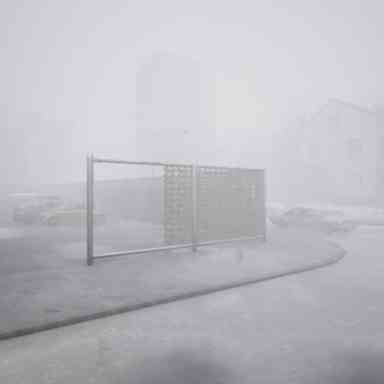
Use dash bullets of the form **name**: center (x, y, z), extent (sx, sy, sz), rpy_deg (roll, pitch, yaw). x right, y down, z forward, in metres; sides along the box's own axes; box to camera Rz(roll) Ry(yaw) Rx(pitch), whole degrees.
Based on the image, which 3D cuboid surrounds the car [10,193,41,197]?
- **car**: center (-12.496, 1.242, 27.400), extent (3.866, 1.878, 1.905), rpy_deg (0, 0, -36)

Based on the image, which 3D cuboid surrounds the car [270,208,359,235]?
- **car**: center (6.851, 1.599, 19.009), extent (1.895, 1.301, 4.718), rpy_deg (0, 0, -36)

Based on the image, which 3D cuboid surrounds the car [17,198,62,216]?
- **car**: center (-14.720, 1.412, 32.102), extent (3.633, 1.501, 1.845), rpy_deg (0, 0, -36)

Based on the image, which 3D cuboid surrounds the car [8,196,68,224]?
- **car**: center (-10.205, 1.347, 23.764), extent (4.611, 1.667, 2.242), rpy_deg (0, 0, -36)

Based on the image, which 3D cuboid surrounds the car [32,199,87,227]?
- **car**: center (-7.759, 1.415, 21.614), extent (4.193, 1.474, 1.816), rpy_deg (0, 0, -36)

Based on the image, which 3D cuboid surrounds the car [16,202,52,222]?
- **car**: center (-11.941, 1.451, 25.140), extent (2.207, 1.379, 1.481), rpy_deg (0, 0, -36)

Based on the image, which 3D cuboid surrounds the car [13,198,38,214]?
- **car**: center (-17.777, 1.402, 35.389), extent (1.789, 1.547, 3.705), rpy_deg (0, 0, -36)

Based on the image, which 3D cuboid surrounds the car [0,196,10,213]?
- **car**: center (-17.779, 1.474, 35.666), extent (5.357, 1.415, 2.033), rpy_deg (0, 0, -36)
